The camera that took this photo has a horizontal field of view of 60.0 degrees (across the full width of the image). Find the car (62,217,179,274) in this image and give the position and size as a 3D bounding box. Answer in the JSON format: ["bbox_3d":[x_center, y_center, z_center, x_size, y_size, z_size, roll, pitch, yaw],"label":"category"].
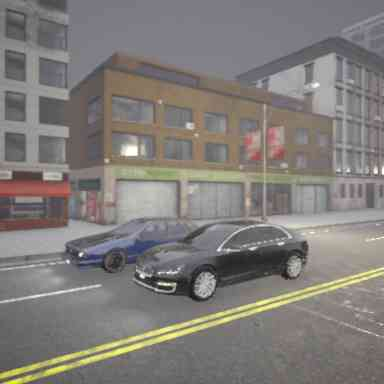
[{"bbox_3d":[-1.261,1.540,10.771,5.357,1.411,2.033,0,0,-35],"label":"car"}]

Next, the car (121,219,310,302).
[{"bbox_3d":[0.943,1.497,8.352,4.892,1.490,1.837,0,0,-35],"label":"car"}]
